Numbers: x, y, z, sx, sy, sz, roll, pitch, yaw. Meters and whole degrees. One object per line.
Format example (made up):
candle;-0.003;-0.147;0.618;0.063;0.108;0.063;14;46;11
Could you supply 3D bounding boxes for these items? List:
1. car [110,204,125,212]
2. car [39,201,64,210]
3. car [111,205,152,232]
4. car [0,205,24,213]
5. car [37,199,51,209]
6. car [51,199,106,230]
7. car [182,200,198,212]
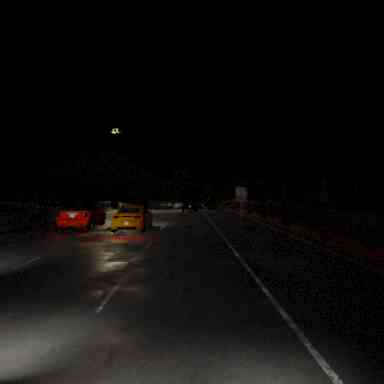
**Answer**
car;-14.606;3.219;65.170;1.895;1.301;4.718;0;-6;0
car;-21.530;2.135;51.112;1.895;1.301;4.718;0;-3;0
car;-3.583;1.553;20.508;1.882;1.535;5.008;0;0;-1
car;-14.328;1.715;25.412;1.895;1.301;4.718;0;0;-1
car;-17.974;1.716;42.382;1.837;1.490;4.892;0;-1;0
car;-7.096;1.439;21.790;2.097;1.767;4.553;0;0;-1
car;-0.283;1.727;41.859;1.994;1.385;4.181;0;-1;-1
